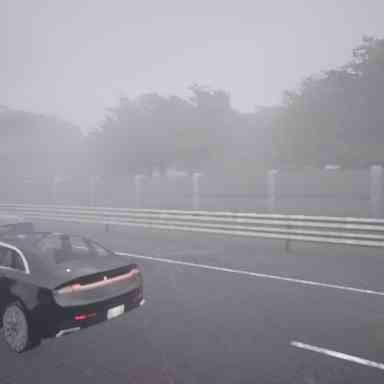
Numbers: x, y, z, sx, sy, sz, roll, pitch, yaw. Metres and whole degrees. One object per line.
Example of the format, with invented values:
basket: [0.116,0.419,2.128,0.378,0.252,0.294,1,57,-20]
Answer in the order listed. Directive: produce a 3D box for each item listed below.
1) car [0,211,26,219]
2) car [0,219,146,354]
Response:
car: [-8.465,1.526,14.198,4.674,1.442,1.812,0,0,35]
car: [-3.064,1.491,6.144,4.902,1.511,2.128,0,0,35]
